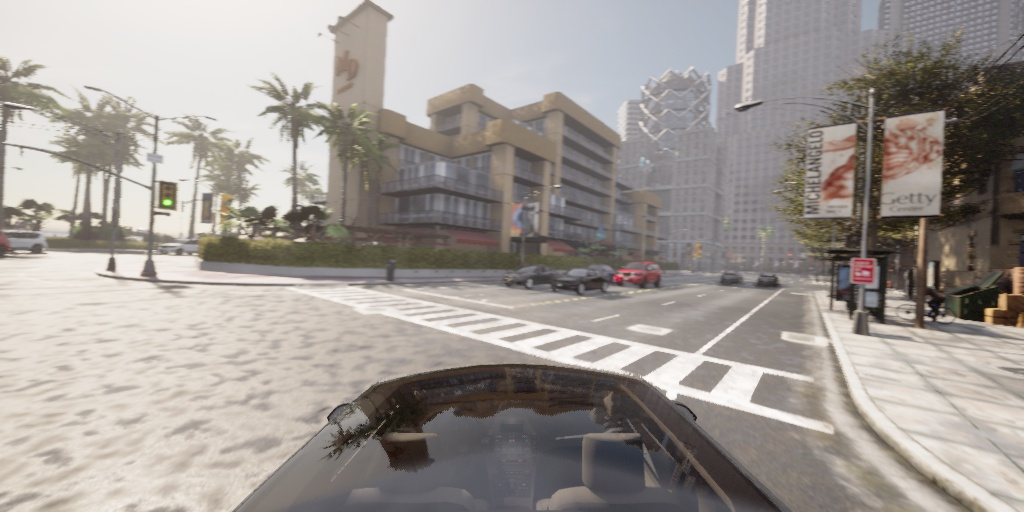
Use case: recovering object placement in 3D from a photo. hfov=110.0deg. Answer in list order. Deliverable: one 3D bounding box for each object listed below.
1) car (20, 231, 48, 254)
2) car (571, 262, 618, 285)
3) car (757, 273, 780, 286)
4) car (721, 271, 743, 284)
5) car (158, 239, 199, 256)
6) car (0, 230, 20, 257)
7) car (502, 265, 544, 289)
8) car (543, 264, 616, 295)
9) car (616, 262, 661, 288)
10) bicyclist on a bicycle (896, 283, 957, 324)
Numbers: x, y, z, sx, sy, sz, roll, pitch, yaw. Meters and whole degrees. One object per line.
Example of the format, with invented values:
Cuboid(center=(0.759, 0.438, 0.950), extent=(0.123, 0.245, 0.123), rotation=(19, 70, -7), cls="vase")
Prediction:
Cuboid(center=(-43.977, -1.253, 31.045), extent=(2.150, 2.045, 5.566), rotation=(3, 0, -13), cls="car")
Cuboid(center=(7.218, 1.460, 31.170), extent=(2.097, 1.767, 4.553), rotation=(3, 0, 40), cls="car")
Cuboid(center=(30.832, 2.789, 43.151), extent=(2.128, 1.511, 4.902), rotation=(3, 0, 40), cls="car")
Cuboid(center=(27.031, 2.597, 44.043), extent=(2.128, 1.511, 4.902), rotation=(3, 0, 40), cls="car")
Cuboid(center=(-41.302, -1.123, 45.415), extent=(2.150, 2.045, 5.566), rotation=(3, 0, 3), cls="car")
Cuboid(center=(-38.447, -0.973, 24.857), extent=(2.150, 2.045, 5.566), rotation=(3, 0, -21), cls="car")
Cuboid(center=(1.371, 1.319, 24.078), extent=(1.837, 1.490, 4.892), rotation=(3, 0, 39), cls="car")
Cuboid(center=(4.271, 1.439, 22.097), extent=(1.882, 1.535, 5.008), rotation=(3, 0, 39), cls="car")
Cuboid(center=(10.599, 1.500, 29.771), extent=(2.150, 2.045, 5.566), rotation=(3, 0, 40), cls="car")
Cuboid(center=(16.845, 1.898, 14.601), extent=(1.656, 1.620, 0.582), rotation=(3, 0, 39), cls="bicyclist on a bicycle")
